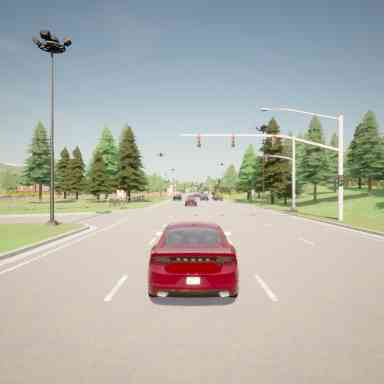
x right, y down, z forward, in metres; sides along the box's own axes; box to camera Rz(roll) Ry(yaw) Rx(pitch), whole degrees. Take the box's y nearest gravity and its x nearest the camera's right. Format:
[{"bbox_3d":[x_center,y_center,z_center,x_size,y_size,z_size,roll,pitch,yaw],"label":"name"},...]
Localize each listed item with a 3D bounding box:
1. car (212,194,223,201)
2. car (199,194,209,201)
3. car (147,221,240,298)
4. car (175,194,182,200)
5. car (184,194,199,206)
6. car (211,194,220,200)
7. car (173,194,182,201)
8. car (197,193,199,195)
[{"bbox_3d":[6.732,1.516,83.824,2.128,1.511,4.902,0,0,0],"label":"car"},{"bbox_3d":[3.230,1.516,84.229,1.812,1.442,4.674,0,0,0],"label":"car"},{"bbox_3d":[0.036,1.478,8.586,1.882,1.535,5.008,0,0,0],"label":"car"},{"bbox_3d":[-3.802,1.310,94.210,1.882,1.535,5.008,0,0,0],"label":"car"},{"bbox_3d":[-0.170,1.525,53.188,1.812,1.442,4.674,0,0,0],"label":"car"},{"bbox_3d":[6.698,1.372,94.244,2.033,1.411,5.357,0,0,0],"label":"car"},{"bbox_3d":[-3.768,1.469,83.790,1.882,1.535,5.008,0,0,0],"label":"car"},{"bbox_3d":[3.198,1.357,94.232,2.128,1.511,4.902,0,0,0],"label":"car"}]
